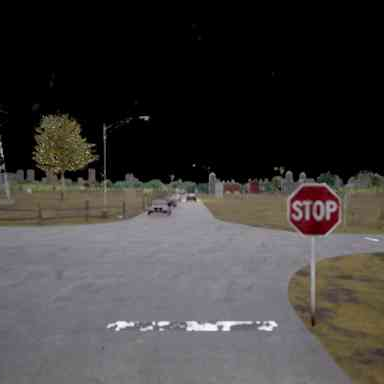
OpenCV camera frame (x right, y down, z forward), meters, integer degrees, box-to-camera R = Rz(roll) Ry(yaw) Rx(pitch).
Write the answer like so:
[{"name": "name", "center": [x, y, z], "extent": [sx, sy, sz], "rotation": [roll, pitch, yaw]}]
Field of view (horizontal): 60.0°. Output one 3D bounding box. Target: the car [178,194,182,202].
[{"name": "car", "center": [-2.863, 1.084, 60.190], "extent": [2.128, 1.511, 4.902], "rotation": [0, 0, 0]}]

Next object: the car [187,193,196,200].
[{"name": "car", "center": [-0.107, 0.909, 72.145], "extent": [1.994, 1.385, 4.181], "rotation": [0, 0, 0]}]

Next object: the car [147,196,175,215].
[{"name": "car", "center": [-2.880, 1.349, 30.407], "extent": [1.994, 1.385, 4.181], "rotation": [0, 0, 0]}]

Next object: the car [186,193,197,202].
[{"name": "car", "center": [-0.091, 1.061, 61.719], "extent": [1.882, 1.535, 5.008], "rotation": [0, 0, 0]}]

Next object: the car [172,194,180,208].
[{"name": "car", "center": [-2.898, 1.304, 42.300], "extent": [1.895, 1.301, 4.718], "rotation": [0, 0, 0]}]
